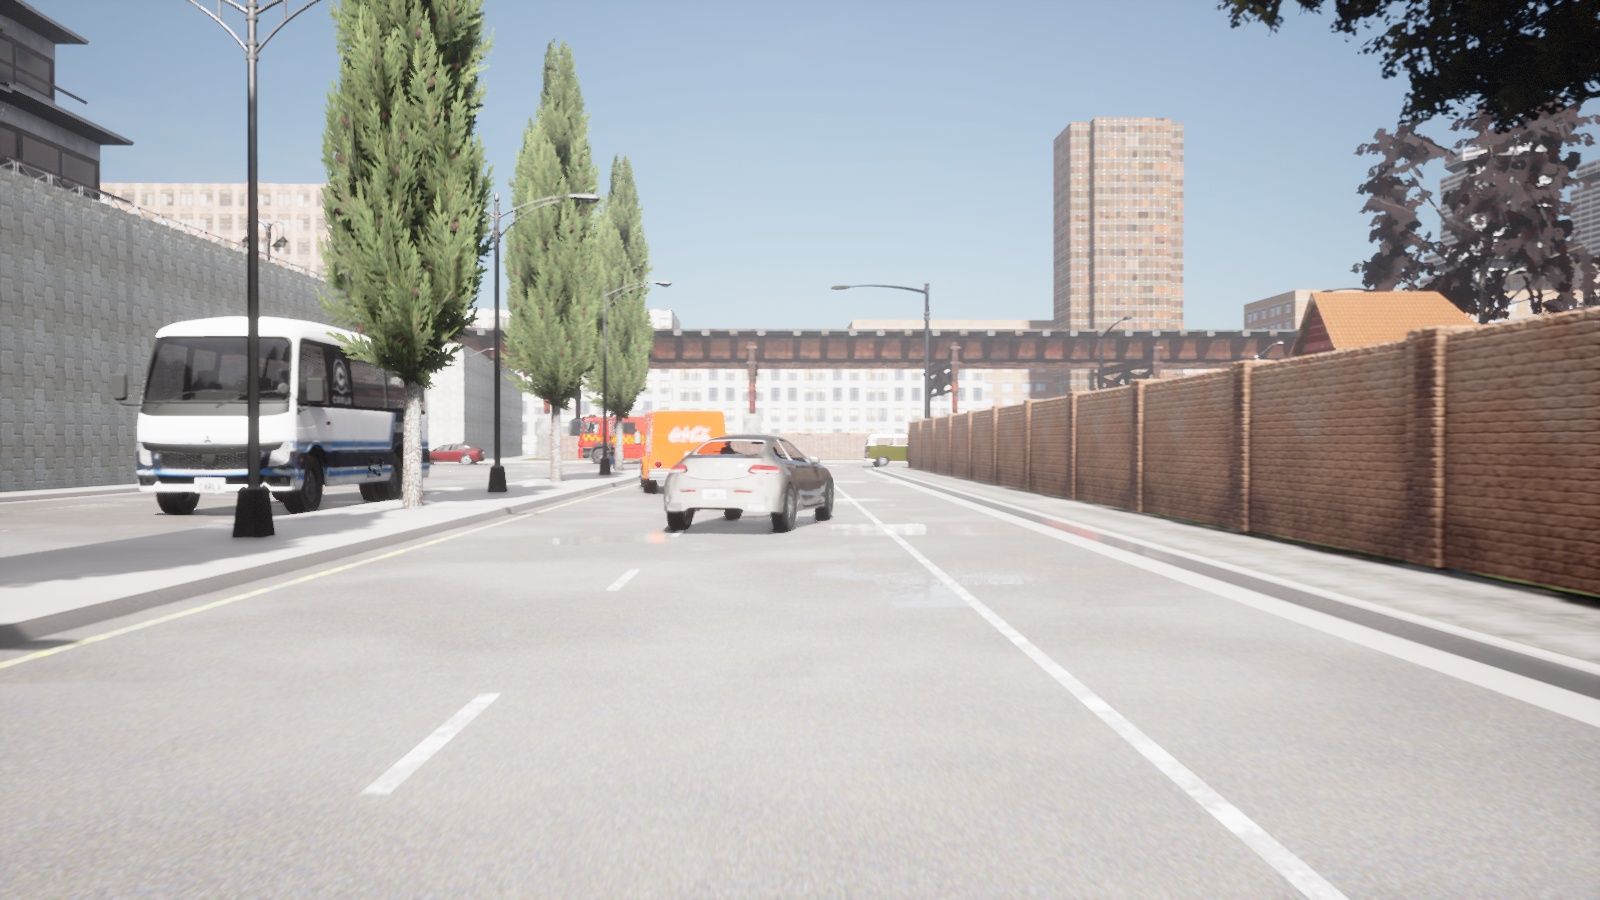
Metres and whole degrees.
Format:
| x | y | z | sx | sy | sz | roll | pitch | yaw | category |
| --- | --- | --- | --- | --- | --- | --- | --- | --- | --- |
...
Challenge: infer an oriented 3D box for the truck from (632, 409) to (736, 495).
| x | y | z | sx | sy | sz | roll | pitch | yaw | category |
| --- | --- | --- | --- | --- | --- | --- | --- | --- | --- |
| -3.695 | 0.037 | 39.016 | 2.627 | 2.467 | 5.204 | 0 | 0 | -11 | truck |

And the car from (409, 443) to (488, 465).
| x | y | z | sx | sy | sz | roll | pitch | yaw | category |
| --- | --- | --- | --- | --- | --- | --- | --- | --- | --- |
| -24.130 | 0.247 | 86.350 | 4.792 | 1.488 | 2.163 | 0 | 0 | 0 | car |

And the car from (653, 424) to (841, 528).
| x | y | z | sx | sy | sz | roll | pitch | yaw | category |
| --- | --- | --- | --- | --- | --- | --- | --- | --- | --- |
| -0.789 | 0.396 | 22.741 | 2.152 | 1.651 | 5.027 | 0 | 0 | 13 | car |

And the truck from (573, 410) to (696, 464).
| x | y | z | sx | sy | sz | roll | pitch | yaw | category |
| --- | --- | --- | --- | --- | --- | --- | --- | --- | --- |
| -11.768 | -0.931 | 89.886 | 8.468 | 3.827 | 2.891 | 0 | 0 | 0 | truck |

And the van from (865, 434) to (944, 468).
| x | y | z | sx | sy | sz | roll | pitch | yaw | category |
| --- | --- | --- | --- | --- | --- | --- | --- | --- | --- |
| 6.264 | 0.045 | 75.921 | 4.480 | 2.038 | 2.069 | 0 | 0 | -5 | van |

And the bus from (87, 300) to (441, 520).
| x | y | z | sx | sy | sz | roll | pitch | yaw | category |
| --- | --- | --- | --- | --- | --- | --- | --- | --- | --- |
| -11.834 | -0.802 | 29.424 | 3.944 | 4.253 | 10.273 | 0 | 0 | 0 | bus |
